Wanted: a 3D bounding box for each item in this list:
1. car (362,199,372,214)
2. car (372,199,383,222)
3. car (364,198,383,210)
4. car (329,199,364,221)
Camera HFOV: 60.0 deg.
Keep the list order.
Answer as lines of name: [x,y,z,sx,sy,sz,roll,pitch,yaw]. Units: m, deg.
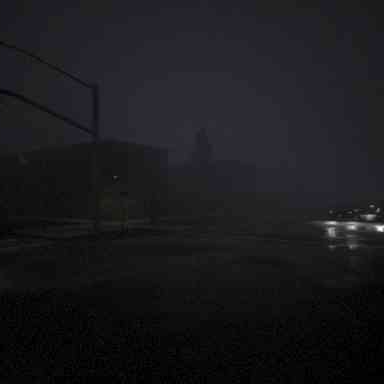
car: [18.648,1.569,36.266,1.837,1.490,4.892,-1,0,35]
car: [15.766,1.376,26.029,2.097,1.767,4.553,-1,0,35]
car: [24.730,1.612,44.925,2.033,1.411,5.357,-1,0,35]
car: [12.917,1.588,28.026,1.812,1.442,4.674,-1,0,34]
